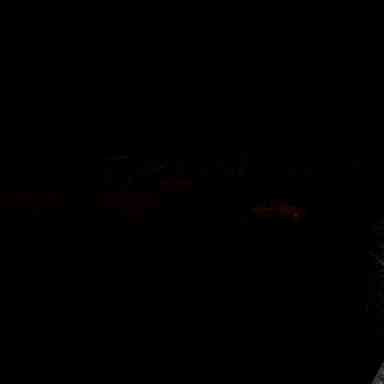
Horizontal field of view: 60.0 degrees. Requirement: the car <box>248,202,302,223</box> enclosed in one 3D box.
[{"bbox_3d":[6.548,1.584,26.850,1.882,1.535,5.008,1,-1,-28],"label":"car"}]
